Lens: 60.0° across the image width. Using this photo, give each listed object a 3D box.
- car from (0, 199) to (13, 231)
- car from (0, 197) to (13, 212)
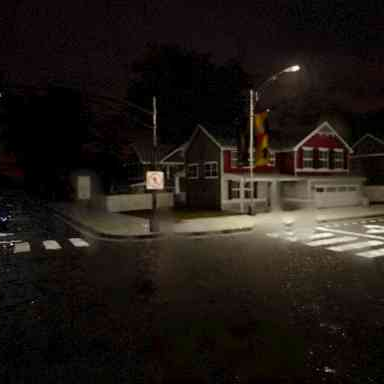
[{"bbox_3d":[-11.737,1.406,19.400,1.882,1.535,5.008,-2,1,-28],"label":"car"},{"bbox_3d":[-21.549,1.380,37.889,2.033,1.411,5.357,-2,1,-28],"label":"car"}]
